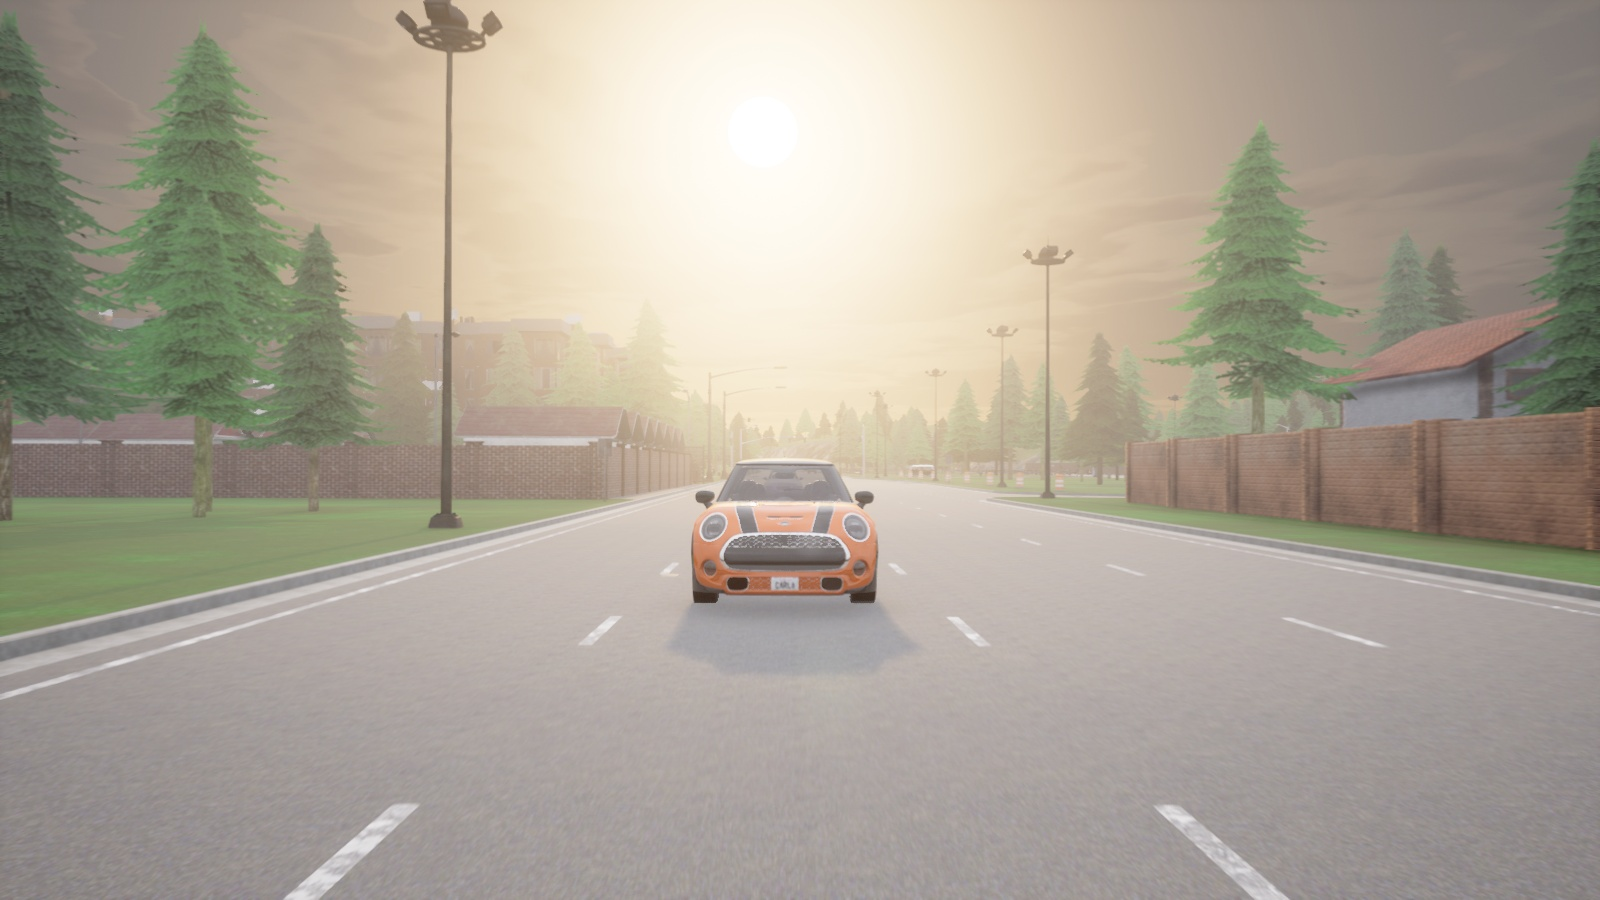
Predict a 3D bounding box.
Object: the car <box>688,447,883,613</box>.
[{"bbox_3d":[-0.192,0.890,15.801,2.097,1.767,4.553,0,-1,-1],"label":"car"}]
